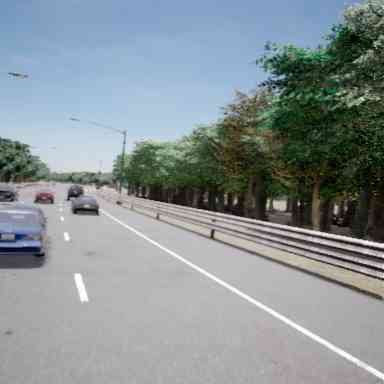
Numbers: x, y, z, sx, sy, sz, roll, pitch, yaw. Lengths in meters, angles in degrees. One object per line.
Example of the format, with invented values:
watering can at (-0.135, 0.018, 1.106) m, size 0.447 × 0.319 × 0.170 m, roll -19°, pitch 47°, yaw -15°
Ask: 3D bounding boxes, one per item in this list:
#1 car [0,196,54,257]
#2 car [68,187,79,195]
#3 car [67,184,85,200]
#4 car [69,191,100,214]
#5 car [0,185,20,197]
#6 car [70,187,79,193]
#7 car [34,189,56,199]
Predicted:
car at (-5.638, 1.113, 10.757) m, size 2.033 × 1.411 × 5.357 m, roll 5°, pitch 0°, yaw -23°
car at (-24.976, -0.157, 70.330) m, size 1.994 × 1.385 × 4.181 m, roll 5°, pitch 0°, yaw -19°
car at (-16.117, 0.130, 46.122) m, size 2.150 × 2.045 × 5.566 m, roll 5°, pitch 0°, yaw -21°
car at (-8.704, 0.980, 27.109) m, size 1.994 × 1.385 × 4.181 m, roll 5°, pitch -1°, yaw -22°
car at (-18.588, 0.115, 33.361) m, size 1.837 × 1.490 × 4.892 m, roll 5°, pitch 0°, yaw -21°
car at (-29.454, -0.525, 83.437) m, size 1.837 × 1.490 × 4.892 m, roll 5°, pitch 0°, yaw -18°
car at (-15.939, 0.382, 36.162) m, size 1.812 × 1.442 × 4.674 m, roll 5°, pitch 0°, yaw -21°
